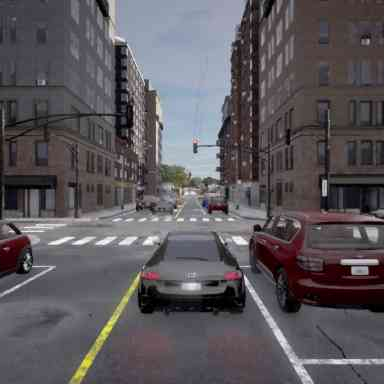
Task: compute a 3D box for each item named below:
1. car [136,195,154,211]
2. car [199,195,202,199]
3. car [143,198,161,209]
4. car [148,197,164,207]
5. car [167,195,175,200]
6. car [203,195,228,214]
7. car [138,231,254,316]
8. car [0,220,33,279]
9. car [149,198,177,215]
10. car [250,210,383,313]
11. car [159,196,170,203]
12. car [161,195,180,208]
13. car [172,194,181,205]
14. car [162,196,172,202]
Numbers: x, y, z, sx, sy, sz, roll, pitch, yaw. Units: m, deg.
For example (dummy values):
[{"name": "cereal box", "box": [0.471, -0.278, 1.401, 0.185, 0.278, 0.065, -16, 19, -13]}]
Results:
[{"name": "car", "box": [-5.488, 1.313, 40.140, 2.192, 1.841, 5.009, 0, 0, 0]}, {"name": "car", "box": [2.599, 1.312, 51.163, 2.192, 1.841, 5.009, 0, 0, 0]}, {"name": "car", "box": [-5.495, 1.563, 45.643, 1.947, 1.339, 4.313, 0, 0, 0]}, {"name": "car", "box": [-5.503, 1.548, 51.147, 2.008, 1.369, 4.403, 0, 0, 0]}, {"name": "car", "box": [-5.555, 1.575, 89.674, 1.802, 1.307, 4.206, 0, 0, 0]}, {"name": "car", "box": [2.641, 1.313, 34.652, 2.192, 1.841, 5.009, 0, 0, 0]}, {"name": "car", "box": [0.012, 1.564, 7.617, 1.994, 1.385, 4.181, 0, 0, 1]}, {"name": "car", "box": [-5.400, 1.440, 7.581, 1.967, 1.590, 4.097, 0, 0, 0]}, {"name": "car", "box": [-2.906, 1.562, 34.038, 1.994, 1.385, 4.181, 0, 0, 0]}, {"name": "car", "box": [2.625, 1.315, 7.595, 2.192, 1.841, 5.009, 0, 0, 0]}, {"name": "car", "box": [-5.525, 1.540, 67.659, 1.887, 1.381, 4.507, 0, 0, 0]}, {"name": "car", "box": [-2.919, 1.523, 44.031, 1.812, 1.442, 4.674, 0, 0, 0]}, {"name": "car", "box": [-2.932, 1.348, 57.046, 2.097, 1.767, 4.553, 0, 0, 0]}, {"name": "car", "box": [-5.533, 1.539, 73.162, 1.887, 1.381, 4.507, 0, 0, 0]}]
